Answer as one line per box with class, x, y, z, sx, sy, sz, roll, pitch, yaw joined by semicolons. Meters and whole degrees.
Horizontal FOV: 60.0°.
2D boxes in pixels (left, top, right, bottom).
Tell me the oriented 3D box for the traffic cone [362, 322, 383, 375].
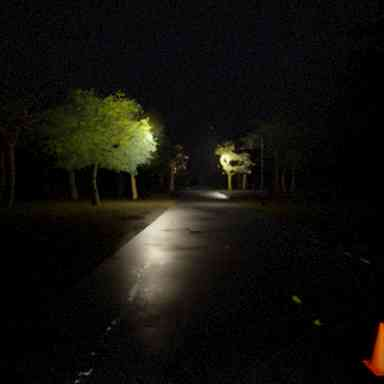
traffic cone;2.438;1.973;4.284;0.340;0.580;0.340;0;0;0
